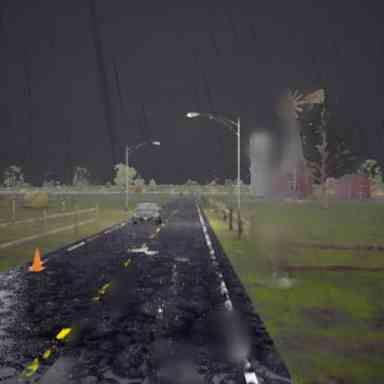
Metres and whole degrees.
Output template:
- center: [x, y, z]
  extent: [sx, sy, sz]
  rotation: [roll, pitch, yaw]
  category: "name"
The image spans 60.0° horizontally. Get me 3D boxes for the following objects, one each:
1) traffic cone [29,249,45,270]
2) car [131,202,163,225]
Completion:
- center: [-4.494, 1.946, 9.658]
  extent: [0.340, 0.580, 0.340]
  rotation: [0, 0, 0]
  category: "traffic cone"
- center: [-3.210, 1.485, 24.080]
  extent: [1.837, 1.490, 4.892]
  rotation: [0, 0, -5]
  category: "car"
